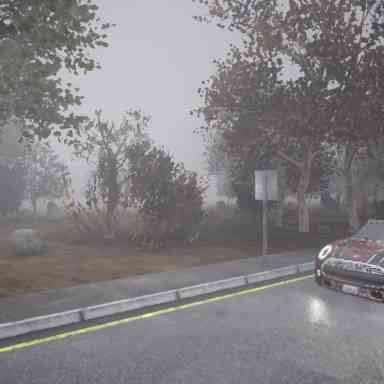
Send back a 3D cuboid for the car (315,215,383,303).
[{"bbox_3d":[4.999,1.354,7.964,4.553,1.767,2.097,0,0,-35],"label":"car"}]
